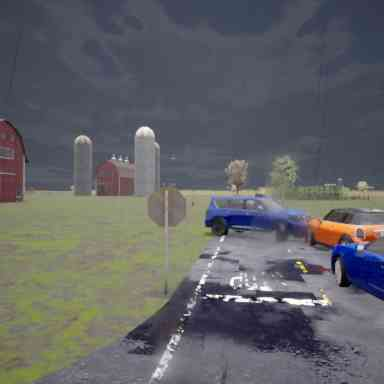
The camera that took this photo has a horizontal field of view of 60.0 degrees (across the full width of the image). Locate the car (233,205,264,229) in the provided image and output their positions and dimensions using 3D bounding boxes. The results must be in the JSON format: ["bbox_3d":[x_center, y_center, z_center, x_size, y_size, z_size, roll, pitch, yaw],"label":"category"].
[{"bbox_3d":[3.810,1.601,22.721,1.895,1.301,4.718,0,0,9],"label":"car"}]

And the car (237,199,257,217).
[{"bbox_3d":[5.439,1.502,33.032,1.837,1.490,4.892,0,0,9],"label":"car"}]

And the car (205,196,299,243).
[{"bbox_3d":[3.212,1.216,16.618,5.566,2.045,2.150,0,0,39],"label":"car"}]

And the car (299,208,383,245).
[{"bbox_3d":[6.030,1.374,12.657,2.097,1.767,4.553,0,0,-2],"label":"car"}]

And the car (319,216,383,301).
[{"bbox_3d":[4.474,1.480,6.321,1.882,1.535,5.008,0,0,-3],"label":"car"}]
